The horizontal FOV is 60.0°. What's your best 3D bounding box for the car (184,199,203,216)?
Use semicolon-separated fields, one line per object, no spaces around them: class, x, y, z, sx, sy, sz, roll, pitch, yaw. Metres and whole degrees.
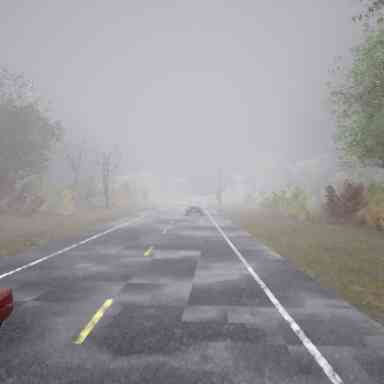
car;0.264;1.878;37.786;1.812;1.442;4.674;0;-1;0

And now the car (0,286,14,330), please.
car;-3.631;1.628;2.818;1.895;1.301;4.718;0;-1;0

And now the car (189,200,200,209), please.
car;0.424;2.032;54.368;1.812;1.442;4.674;0;-1;0
